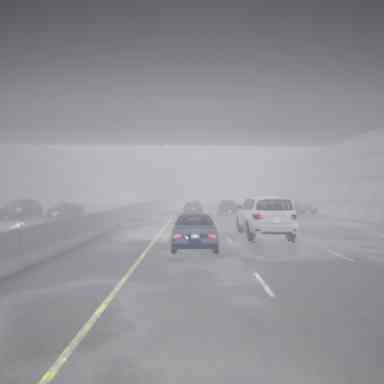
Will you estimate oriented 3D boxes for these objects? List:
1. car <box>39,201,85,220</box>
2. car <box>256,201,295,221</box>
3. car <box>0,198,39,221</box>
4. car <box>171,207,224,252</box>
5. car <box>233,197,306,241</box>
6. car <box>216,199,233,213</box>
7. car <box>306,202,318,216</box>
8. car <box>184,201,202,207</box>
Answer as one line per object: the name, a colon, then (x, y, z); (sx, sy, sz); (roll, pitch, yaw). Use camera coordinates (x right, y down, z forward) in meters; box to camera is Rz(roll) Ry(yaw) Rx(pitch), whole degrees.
car: (-10.590, 1.510, 28.123); (2.128, 1.511, 4.902); (0, 0, 0)
car: (7.107, 1.570, 28.801); (2.033, 1.411, 5.357); (0, 0, 0)
car: (-14.091, 1.370, 27.429); (2.097, 1.767, 4.553); (0, 0, 0)
car: (0.104, 1.558, 13.801); (2.033, 1.411, 5.357); (0, 0, 0)
car: (3.605, 1.235, 16.774); (2.150, 2.045, 5.566); (0, 0, 0)
car: (3.603, 1.531, 34.226); (1.837, 1.490, 4.892); (0, 0, 0)
car: (10.605, 1.627, 32.647); (1.895, 1.301, 4.718); (0, 0, 0)
car: (0.103, 1.590, 34.734); (1.994, 1.385, 4.181); (0, 0, 0)
